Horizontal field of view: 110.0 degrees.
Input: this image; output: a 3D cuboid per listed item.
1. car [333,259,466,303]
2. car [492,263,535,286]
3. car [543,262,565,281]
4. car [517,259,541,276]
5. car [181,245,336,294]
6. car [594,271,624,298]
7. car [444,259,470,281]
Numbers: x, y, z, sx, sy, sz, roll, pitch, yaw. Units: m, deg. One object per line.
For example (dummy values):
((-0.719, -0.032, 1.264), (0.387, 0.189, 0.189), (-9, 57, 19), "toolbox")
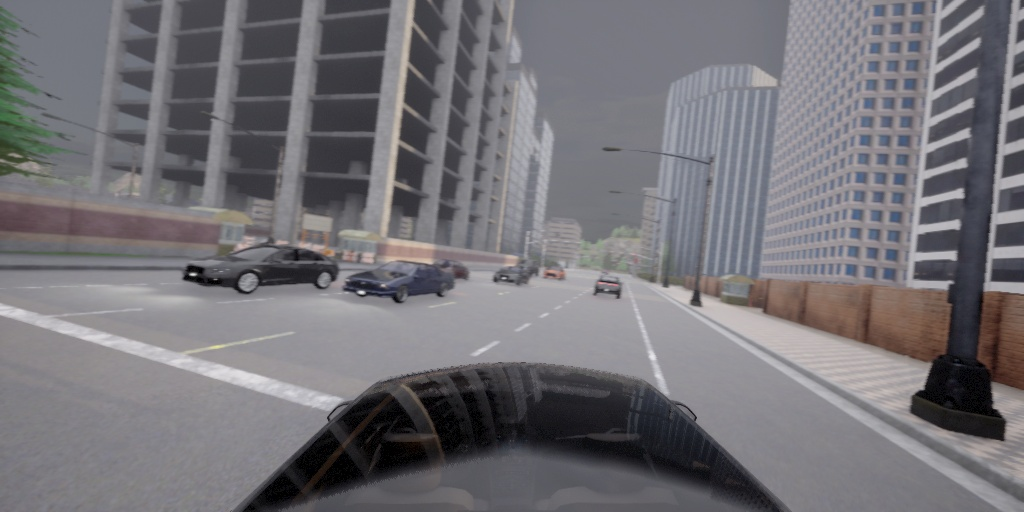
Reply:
((-4.065, 0.902, 14.140), (2.033, 1.411, 5.357), (6, 0, 17), "car")
((0.037, 1.475, 27.454), (1.994, 1.385, 4.181), (6, 0, 17), "car")
((5.280, 2.026, 44.113), (2.097, 1.767, 4.553), (6, 0, 17), "car")
((1.933, 1.446, 45.000), (2.150, 2.045, 5.566), (6, -1, 17), "car")
((-8.237, 0.367, 12.396), (1.837, 1.490, 4.892), (6, 0, 17), "car")
((7.313, 2.252, 27.094), (2.128, 1.511, 4.902), (6, 0, 17), "car")
((-4.464, 0.937, 24.669), (1.994, 1.385, 4.181), (6, 0, 17), "car")
